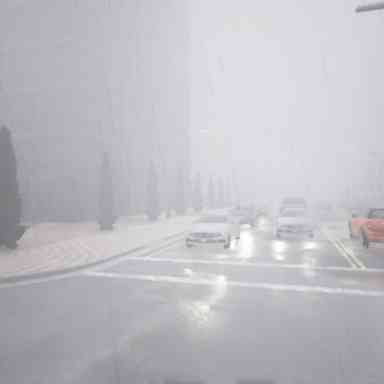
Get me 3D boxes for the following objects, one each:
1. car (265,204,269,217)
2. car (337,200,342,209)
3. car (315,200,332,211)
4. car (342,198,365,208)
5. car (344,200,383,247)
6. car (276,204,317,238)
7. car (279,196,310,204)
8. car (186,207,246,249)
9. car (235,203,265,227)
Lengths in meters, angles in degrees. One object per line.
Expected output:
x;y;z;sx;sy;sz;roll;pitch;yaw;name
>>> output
6.813;1.842;34.052;1.895;1.301;4.718;-1;-1;17;car
22.414;1.811;48.583;1.895;1.301;4.718;-1;-1;17;car
17.261;1.766;43.640;2.033;1.411;5.357;-1;-1;17;car
19.814;1.512;40.020;2.097;1.767;4.553;-1;-1;17;car
8.492;1.405;15.059;2.097;1.767;4.553;-1;-1;18;car
5.746;1.639;18.618;1.812;1.442;4.674;-1;-1;17;car
8.487;1.387;27.595;2.150;2.045;5.566;-1;-1;17;car
1.141;1.658;15.506;1.812;1.442;4.674;-1;-1;17;car
3.845;1.676;24.357;2.128;1.511;4.902;-1;-1;17;car
